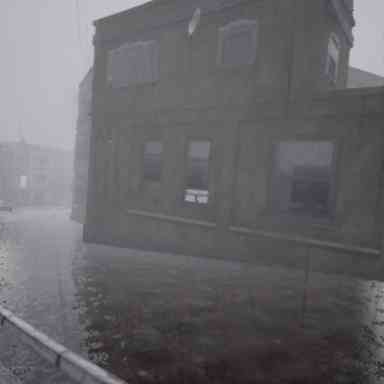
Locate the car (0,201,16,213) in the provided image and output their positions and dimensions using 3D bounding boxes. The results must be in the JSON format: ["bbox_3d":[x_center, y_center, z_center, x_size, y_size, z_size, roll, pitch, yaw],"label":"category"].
[{"bbox_3d":[-23.512,1.849,40.688,1.837,1.490,4.892,4,-2,3],"label":"car"}]
